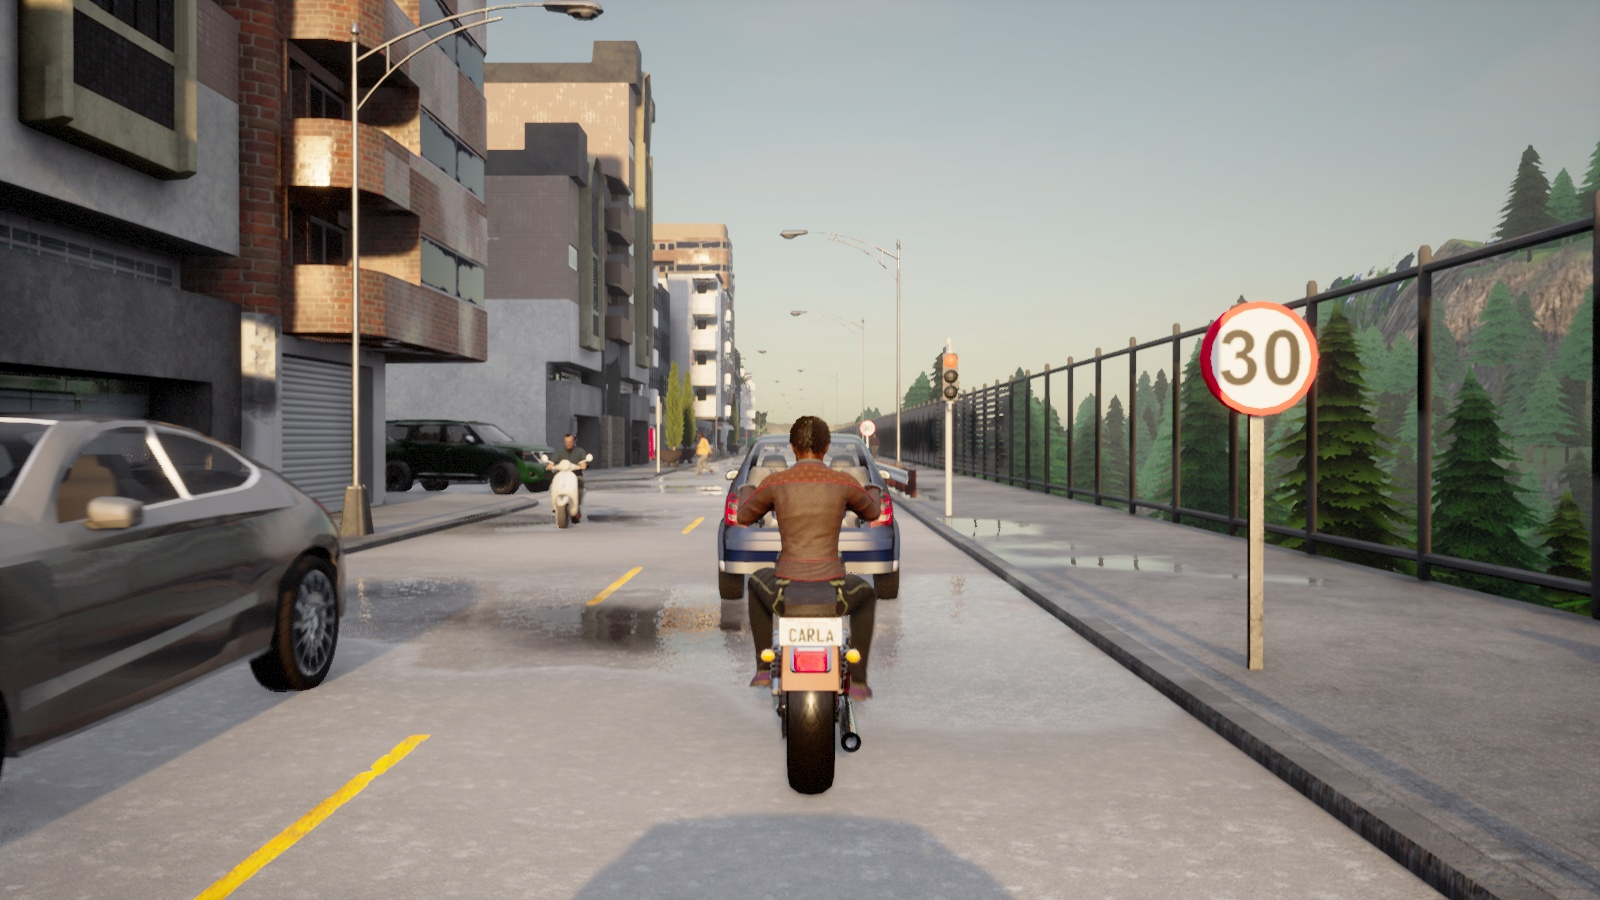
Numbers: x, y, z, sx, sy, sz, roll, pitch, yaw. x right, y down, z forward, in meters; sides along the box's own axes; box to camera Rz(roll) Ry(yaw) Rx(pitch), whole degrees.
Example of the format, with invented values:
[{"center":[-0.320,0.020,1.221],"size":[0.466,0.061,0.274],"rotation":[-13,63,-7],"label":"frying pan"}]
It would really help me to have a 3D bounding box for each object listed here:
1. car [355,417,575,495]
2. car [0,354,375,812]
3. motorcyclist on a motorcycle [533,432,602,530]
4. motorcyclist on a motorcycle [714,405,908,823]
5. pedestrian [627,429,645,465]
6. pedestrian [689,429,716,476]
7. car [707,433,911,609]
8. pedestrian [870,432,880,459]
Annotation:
[{"center":[-9.211,0.142,34.623],"size":[5.566,2.045,2.150],"rotation":[0,0,17],"label":"car"},{"center":[-3.952,0.467,5.940],"size":[2.152,1.651,5.027],"rotation":[0,1,0],"label":"car"},{"center":[-3.930,0.502,21.358],"size":[0.866,1.590,1.817],"rotation":[0,1,-1],"label":"motorcyclist on a motorcycle"},{"center":[0.048,0.640,6.133],"size":[0.766,1.649,2.350],"rotation":[0,0,0],"label":"motorcyclist on a motorcycle"},{"center":[-8.770,-0.160,67.145],"size":[0.563,1.883,0.849],"rotation":[0,1,24],"label":"pedestrian"},{"center":[-3.911,0.085,50.557],"size":[0.900,1.855,0.874],"rotation":[0,1,-18],"label":"pedestrian"},{"center":[0.085,0.607,12.911],"size":[1.789,1.549,3.705],"rotation":[0,1,0],"label":"car"},{"center":[5.123,-0.321,86.080],"size":[0.634,1.844,0.899],"rotation":[0,1,2],"label":"pedestrian"}]
